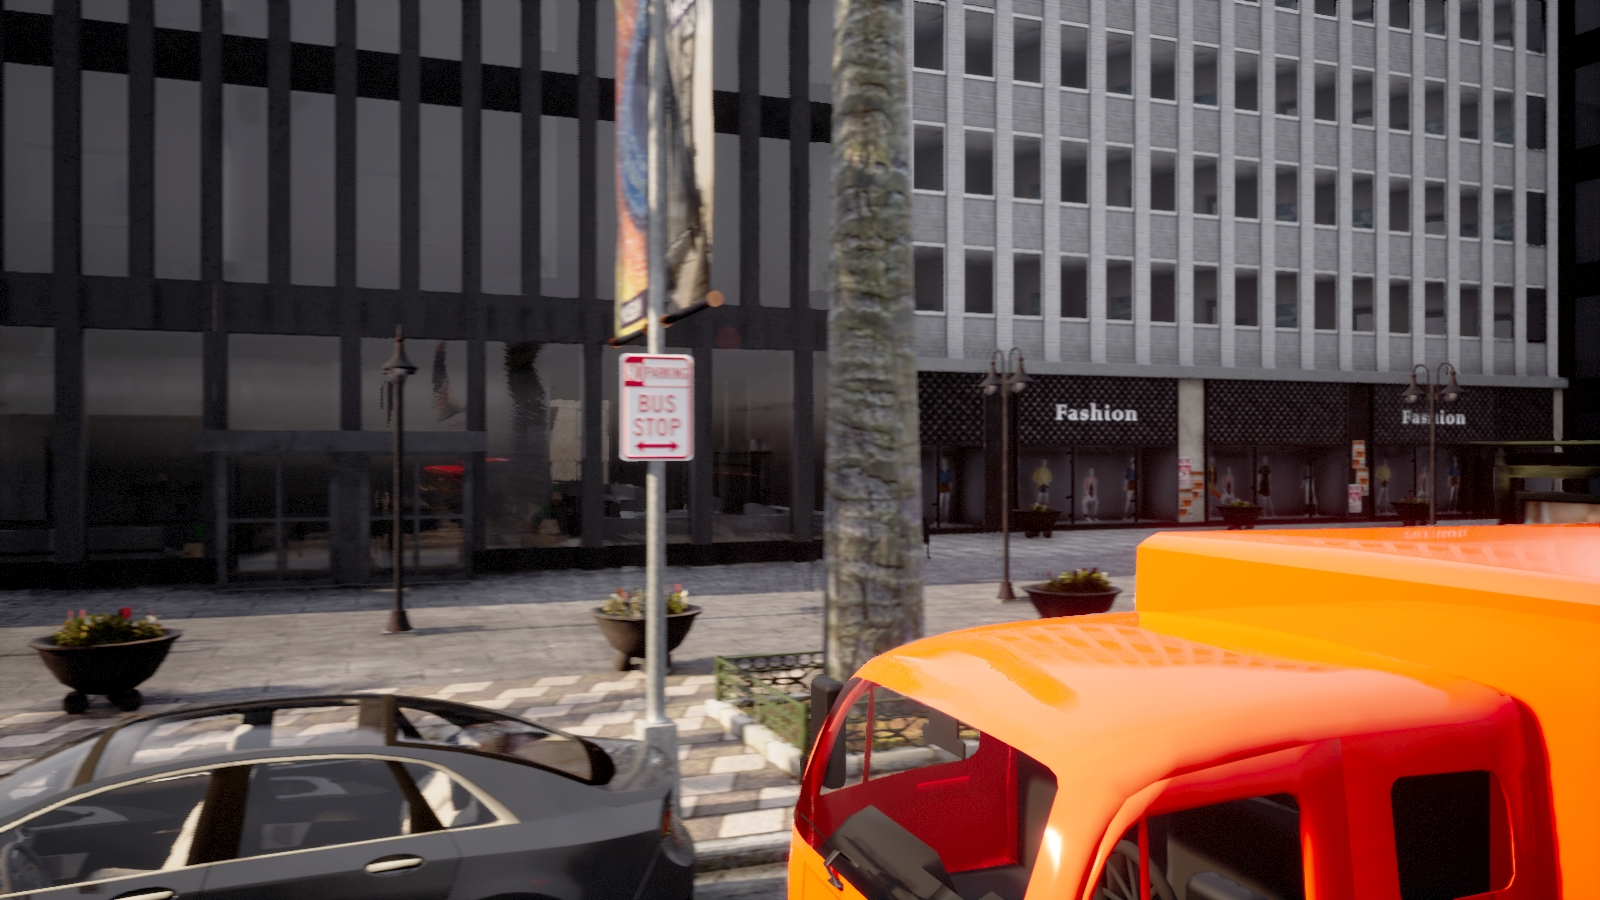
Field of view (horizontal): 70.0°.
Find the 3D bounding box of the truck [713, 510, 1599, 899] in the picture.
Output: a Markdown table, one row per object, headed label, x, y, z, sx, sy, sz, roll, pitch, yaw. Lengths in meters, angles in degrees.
| label | x | y | z | sx | sy | sz | roll | pitch | yaw |
| --- | --- | --- | --- | --- | --- | --- | --- | --- | --- |
| truck | 2.548 | 1.568 | 4.259 | 5.204 | 2.467 | 2.627 | 0 | 0 | -20 |
